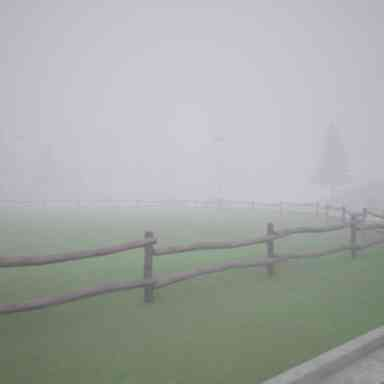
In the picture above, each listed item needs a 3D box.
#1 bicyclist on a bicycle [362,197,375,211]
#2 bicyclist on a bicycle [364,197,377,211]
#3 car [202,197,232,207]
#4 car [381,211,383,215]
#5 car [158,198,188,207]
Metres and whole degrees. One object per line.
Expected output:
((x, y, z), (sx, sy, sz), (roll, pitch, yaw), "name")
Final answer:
((20.947, 1.424, 39.415), (1.656, 1.620, 0.582), (0, 0, -28), "bicyclist on a bicycle")
((21.177, 1.424, 38.981), (1.656, 1.620, 0.582), (0, 0, -27), "bicyclist on a bicycle")
((3.811, 1.607, 51.523), (4.892, 1.490, 1.837), (0, 0, 30), "car")
((17.151, 1.636, 25.737), (2.033, 1.411, 5.357), (0, 0, -5), "car")
((-2.977, 1.609, 51.071), (4.674, 1.442, 1.812), (0, 0, 17), "car")
